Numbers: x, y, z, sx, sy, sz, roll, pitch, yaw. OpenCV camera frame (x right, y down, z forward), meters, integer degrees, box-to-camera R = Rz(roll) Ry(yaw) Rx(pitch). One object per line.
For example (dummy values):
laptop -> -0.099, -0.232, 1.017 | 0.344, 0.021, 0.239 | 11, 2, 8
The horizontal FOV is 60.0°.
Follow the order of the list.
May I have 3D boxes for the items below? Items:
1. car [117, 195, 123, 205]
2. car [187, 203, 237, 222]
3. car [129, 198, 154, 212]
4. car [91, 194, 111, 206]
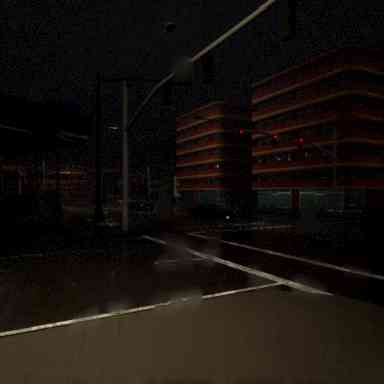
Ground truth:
car -> -10.813, 1.601, 55.084 | 1.895, 1.301, 4.718 | 0, 0, -31
car -> 1.559, 1.600, 26.806 | 1.895, 1.301, 4.718 | 0, 0, -31
car -> -6.139, 1.526, 39.878 | 1.812, 1.442, 4.674 | 0, 0, -31
car -> -15.807, 1.506, 56.383 | 1.837, 1.490, 4.892 | 0, 0, -30
